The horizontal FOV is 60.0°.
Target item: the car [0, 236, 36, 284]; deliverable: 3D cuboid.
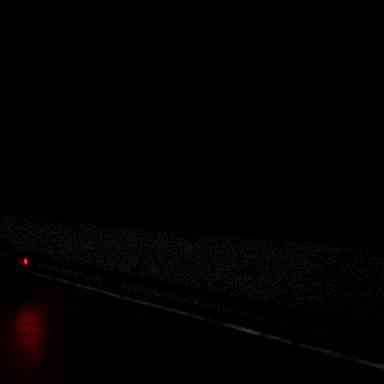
[{"bbox_3d":[-5.965,1.587,8.241,4.718,1.301,1.895,0,0,36],"label":"car"}]
